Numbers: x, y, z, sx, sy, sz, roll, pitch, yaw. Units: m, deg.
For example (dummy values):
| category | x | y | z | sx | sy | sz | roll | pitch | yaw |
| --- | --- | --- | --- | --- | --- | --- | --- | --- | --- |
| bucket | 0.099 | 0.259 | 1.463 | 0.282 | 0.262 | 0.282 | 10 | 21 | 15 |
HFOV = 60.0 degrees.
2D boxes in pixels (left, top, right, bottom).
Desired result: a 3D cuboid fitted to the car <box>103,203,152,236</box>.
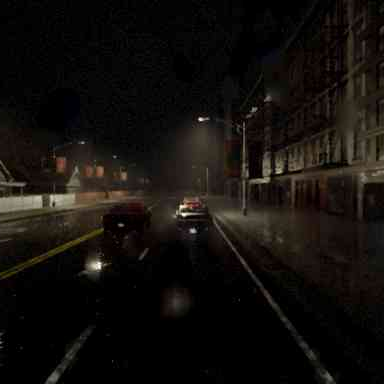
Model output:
| category | x | y | z | sx | sy | sz | roll | pitch | yaw |
| --- | --- | --- | --- | --- | --- | --- | --- | --- | --- |
| car | -3.230 | 1.323 | 17.515 | 1.882 | 1.535 | 5.008 | 0 | 1 | 0 |

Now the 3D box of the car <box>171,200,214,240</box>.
| category | x | y | z | sx | sy | sz | roll | pitch | yaw |
| --- | --- | --- | --- | --- | --- | --- | --- | --- | --- |
| car | 0.027 | 1.350 | 15.989 | 2.128 | 1.511 | 4.902 | 0 | 1 | 0 |

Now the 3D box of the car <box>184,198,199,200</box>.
| category | x | y | z | sx | sy | sz | roll | pitch | yaw |
| --- | --- | --- | --- | --- | --- | --- | --- | --- | --- |
| car | -0.058 | 1.284 | 34.160 | 1.895 | 1.301 | 4.718 | 0 | 1 | 0 |
